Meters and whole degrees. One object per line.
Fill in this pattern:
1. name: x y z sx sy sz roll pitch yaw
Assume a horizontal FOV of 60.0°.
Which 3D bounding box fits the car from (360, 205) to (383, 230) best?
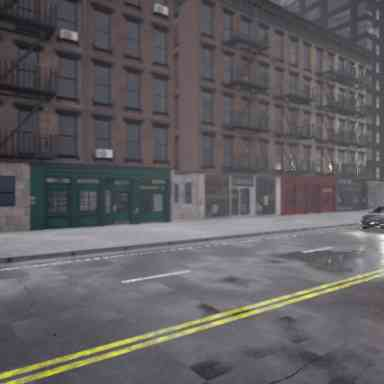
1. car: 12.249 1.550 20.395 4.892 1.490 1.837 0 0 -35
